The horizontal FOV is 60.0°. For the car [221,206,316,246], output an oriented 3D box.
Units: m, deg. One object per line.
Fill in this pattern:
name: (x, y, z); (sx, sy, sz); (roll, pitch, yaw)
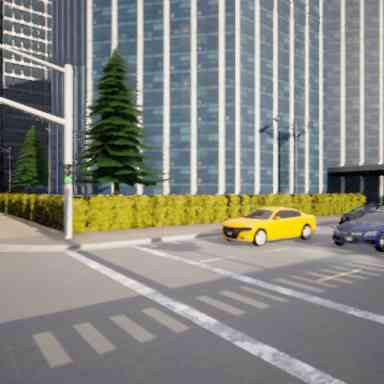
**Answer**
car: (3.572, 1.429, 15.135); (5.008, 1.535, 1.882); (0, 0, -36)

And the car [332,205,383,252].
car: (7.789, 1.477, 13.840); (4.674, 1.442, 1.812); (0, 0, -35)
